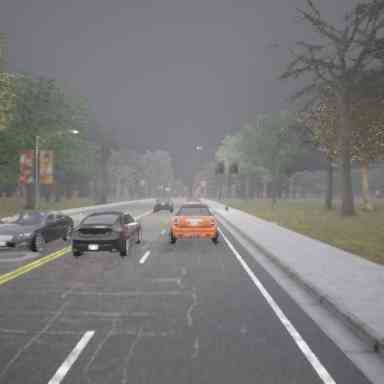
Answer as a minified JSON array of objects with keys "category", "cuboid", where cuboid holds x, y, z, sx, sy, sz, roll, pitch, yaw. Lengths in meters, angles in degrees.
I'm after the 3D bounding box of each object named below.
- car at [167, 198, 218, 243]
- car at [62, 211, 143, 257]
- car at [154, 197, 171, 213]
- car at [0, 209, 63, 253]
[{"category":"car","cuboid":[0.098,1.362,16.366,2.097,1.767,4.553,0,0,0]},{"category":"car","cuboid":[-3.151,1.512,13.054,1.837,1.490,4.892,0,0,0]},{"category":"car","cuboid":[-3.154,1.408,38.266,2.097,1.767,4.553,0,0,0]},{"category":"car","cuboid":[-6.505,1.501,13.803,2.128,1.511,4.902,0,0,0]}]
